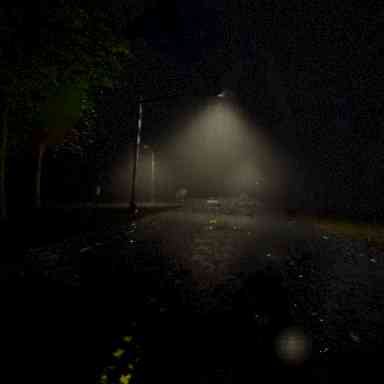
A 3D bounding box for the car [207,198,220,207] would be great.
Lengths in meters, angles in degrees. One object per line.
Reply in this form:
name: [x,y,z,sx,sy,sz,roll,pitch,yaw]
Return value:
car: [3.673,1.720,56.164,1.895,1.301,4.718,2,0,7]
